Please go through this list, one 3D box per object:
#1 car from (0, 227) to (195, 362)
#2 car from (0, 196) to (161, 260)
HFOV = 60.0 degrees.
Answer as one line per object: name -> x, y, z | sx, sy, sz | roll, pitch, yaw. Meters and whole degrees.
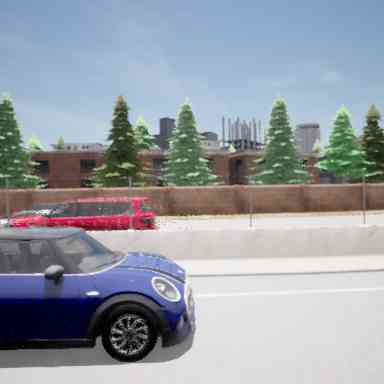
car -> -2.246, 1.365, 5.339 | 4.553, 1.767, 2.097 | -1, 0, -1
car -> -4.061, 1.229, 12.434 | 5.566, 2.045, 2.150 | -1, 0, -1
